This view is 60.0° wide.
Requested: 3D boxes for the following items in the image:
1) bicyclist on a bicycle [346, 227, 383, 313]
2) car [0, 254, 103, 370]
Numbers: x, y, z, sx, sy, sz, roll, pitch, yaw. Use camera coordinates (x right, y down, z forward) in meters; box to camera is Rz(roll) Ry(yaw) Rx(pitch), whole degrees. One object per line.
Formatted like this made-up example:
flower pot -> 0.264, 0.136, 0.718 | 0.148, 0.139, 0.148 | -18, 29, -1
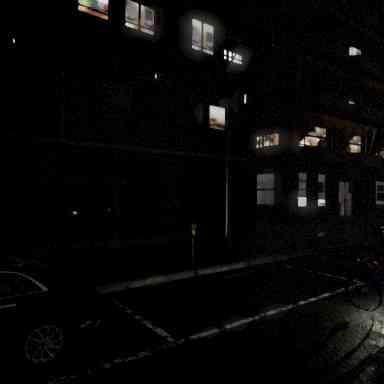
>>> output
bicyclist on a bicycle -> 3.525, 1.457, 5.928 | 0.582, 1.620, 1.656 | 0, -2, -36
car -> -3.354, 1.551, 4.118 | 4.403, 1.369, 2.008 | 0, 1, -36
